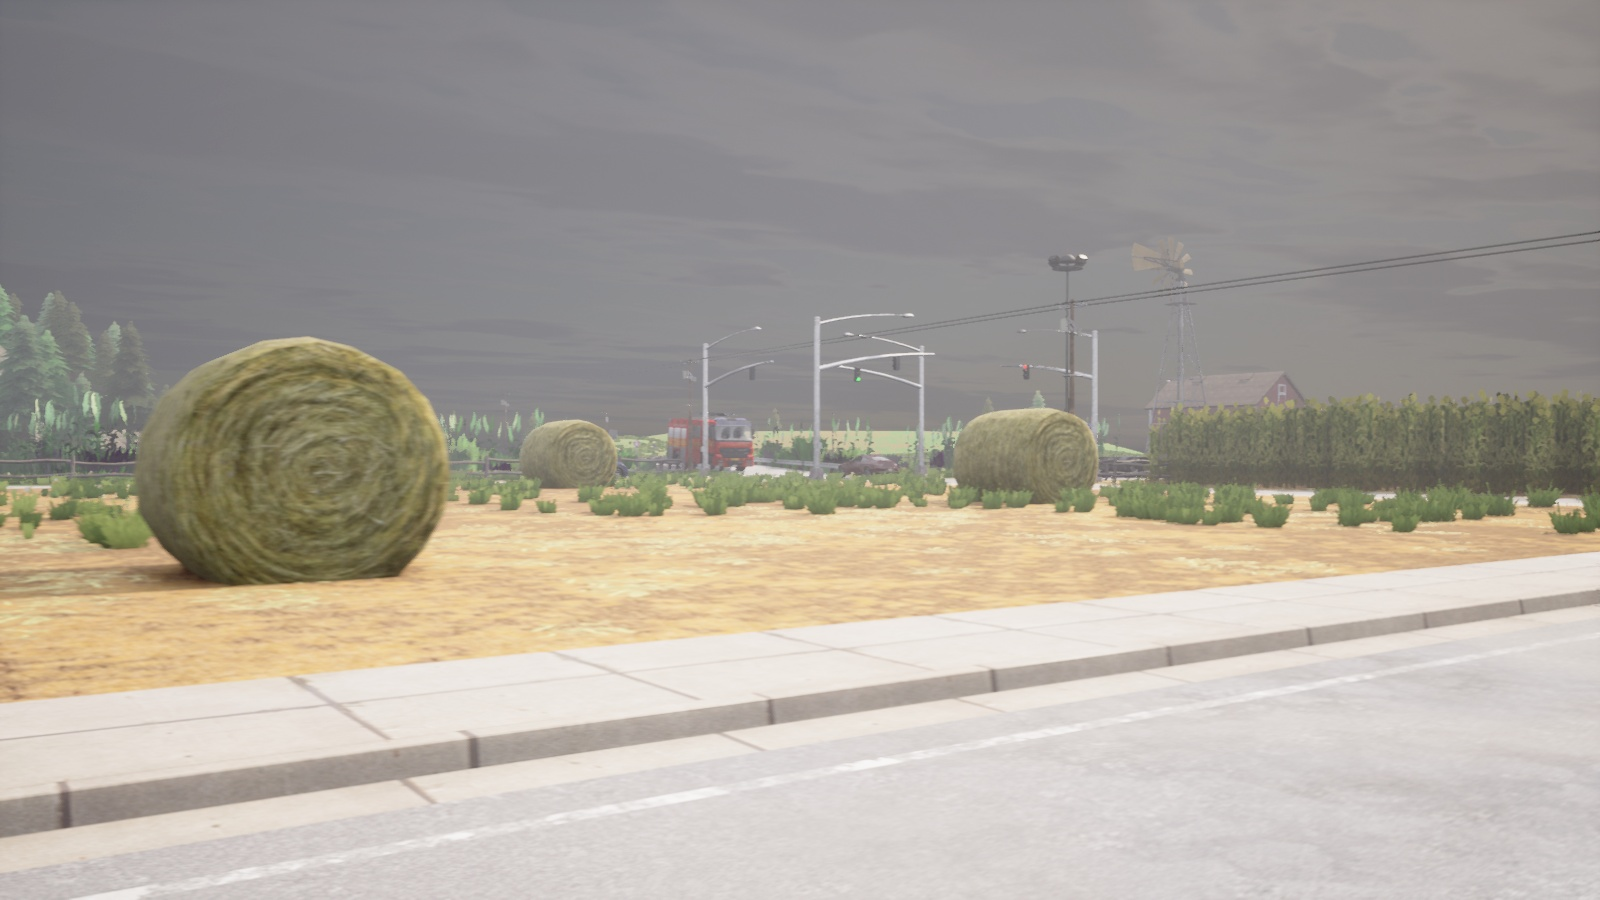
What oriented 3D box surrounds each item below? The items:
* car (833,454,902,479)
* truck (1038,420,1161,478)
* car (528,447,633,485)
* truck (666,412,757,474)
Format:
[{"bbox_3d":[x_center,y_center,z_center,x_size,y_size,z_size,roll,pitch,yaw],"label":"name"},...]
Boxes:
[{"bbox_3d":[3.970,0.972,74.489,1.812,1.442,4.674,0,0,-31],"label":"car"},{"bbox_3d":[18.869,-0.056,78.827,7.936,3.462,2.891,0,0,-34],"label":"truck"},{"bbox_3d":[-10.614,0.767,60.810,4.553,1.767,2.097,0,0,-31],"label":"car"},{"bbox_3d":[-6.125,-0.573,85.311,2.891,3.827,8.468,0,2,-28],"label":"truck"}]
